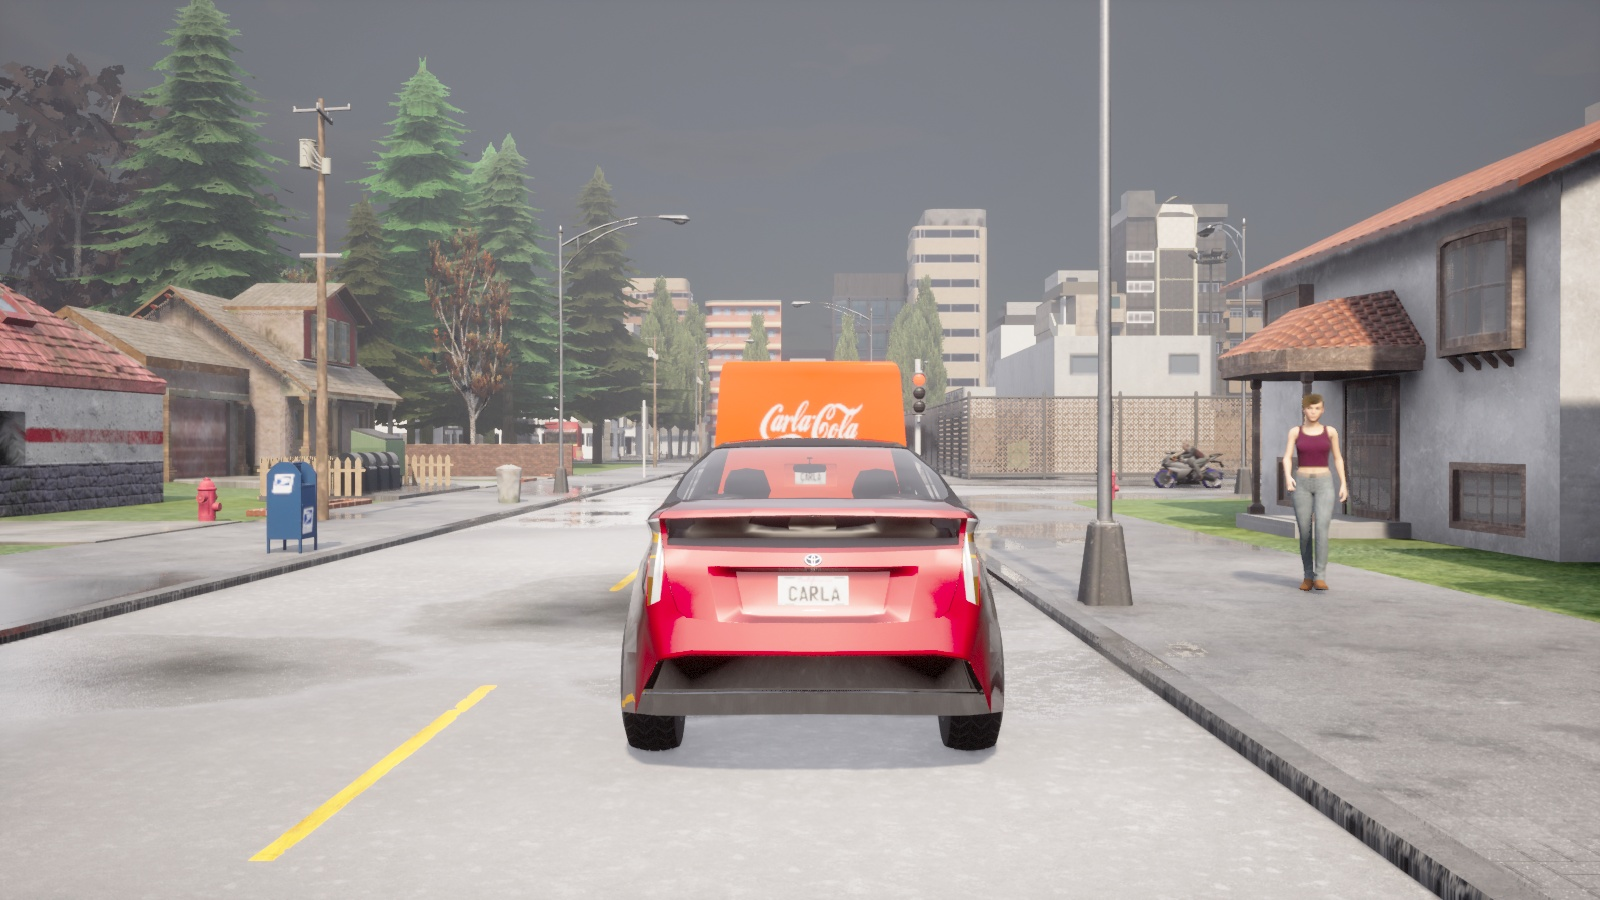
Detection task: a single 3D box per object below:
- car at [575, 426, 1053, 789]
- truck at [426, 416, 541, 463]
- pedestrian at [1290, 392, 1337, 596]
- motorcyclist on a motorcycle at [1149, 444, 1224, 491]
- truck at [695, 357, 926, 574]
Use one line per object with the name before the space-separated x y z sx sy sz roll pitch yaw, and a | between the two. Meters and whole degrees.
car | 0.061 0.651 7.533 2.007 1.525 4.514 0 0 0
truck | -23.756 -0.788 94.488 7.936 3.462 2.891 0 0 2
pedestrian | 4.758 0.394 11.629 0.345 1.836 0.594 0 0 27
motorcyclist on a motorcycle | 12.530 0.562 40.745 2.191 1.530 0.866 0 0 0
truck | 0.118 0.164 16.898 2.627 2.467 5.204 0 0 0
